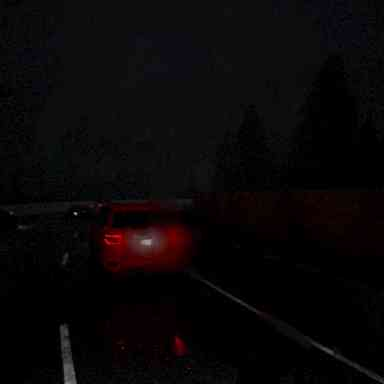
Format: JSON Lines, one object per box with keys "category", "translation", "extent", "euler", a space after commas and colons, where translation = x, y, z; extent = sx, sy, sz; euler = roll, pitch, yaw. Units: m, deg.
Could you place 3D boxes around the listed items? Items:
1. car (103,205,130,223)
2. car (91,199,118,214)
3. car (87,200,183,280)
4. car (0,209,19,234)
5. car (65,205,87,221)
{"category": "car", "translation": [-6.461, 1.868, 28.885], "extent": [1.895, 1.301, 4.718], "euler": [1, -1, -8]}
{"category": "car", "translation": [-10.644, 1.714, 40.643], "extent": [2.097, 1.767, 4.553], "euler": [0, -1, 0]}
{"category": "car", "translation": [-1.998, 1.326, 10.605], "extent": [2.150, 2.045, 5.566], "euler": [1, 0, -20]}
{"category": "car", "translation": [-11.876, 1.686, 19.865], "extent": [1.994, 1.385, 4.181], "euler": [1, -1, -14]}
{"category": "car", "translation": [-10.052, 1.813, 30.016], "extent": [1.994, 1.385, 4.181], "euler": [1, -1, -7]}
